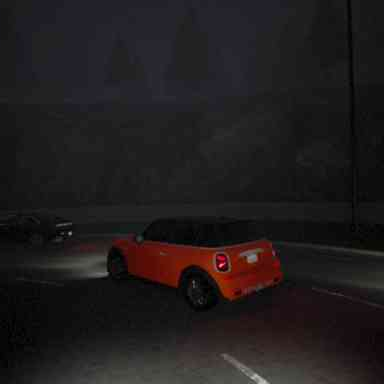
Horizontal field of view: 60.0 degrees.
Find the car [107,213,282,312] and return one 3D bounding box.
[{"bbox_3d":[-0.235,1.350,8.051,2.097,1.767,4.553,-2,0,-41],"label":"car"}]

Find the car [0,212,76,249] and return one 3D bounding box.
[{"bbox_3d":[-7.828,1.707,15.167,4.902,1.511,2.128,-2,0,8],"label":"car"}]
